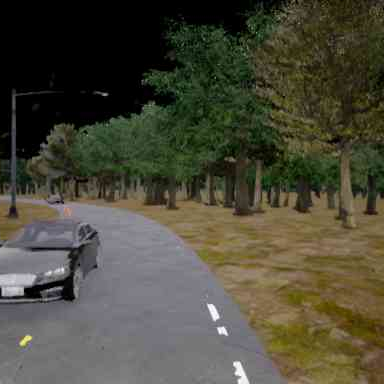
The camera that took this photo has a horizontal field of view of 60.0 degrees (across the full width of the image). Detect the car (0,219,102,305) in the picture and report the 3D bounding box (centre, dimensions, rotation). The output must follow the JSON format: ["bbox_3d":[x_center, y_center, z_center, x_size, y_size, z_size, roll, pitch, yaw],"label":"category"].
[{"bbox_3d":[-3.441,1.478,8.266,2.128,1.511,4.902,0,0,-7],"label":"car"}]

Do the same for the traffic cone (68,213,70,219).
[{"bbox_3d":[-9.168,1.880,24.751,0.340,0.580,0.340,0,0,-18],"label":"traffic cone"}]

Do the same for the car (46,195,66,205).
[{"bbox_3d":[-21.151,1.243,51.429,2.033,1.411,5.357,0,0,-35],"label":"car"}]
